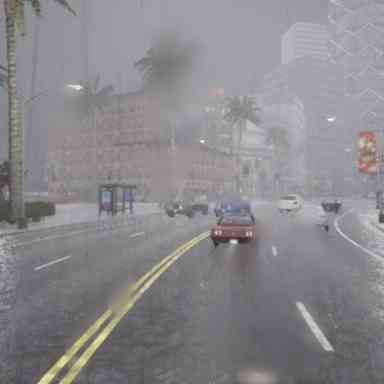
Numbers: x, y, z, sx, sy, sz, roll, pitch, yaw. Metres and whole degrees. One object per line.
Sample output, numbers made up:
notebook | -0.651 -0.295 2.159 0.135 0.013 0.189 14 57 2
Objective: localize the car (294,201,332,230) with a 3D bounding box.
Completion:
car | 7.861 1.575 21.698 1.812 1.442 4.674 0 0 20

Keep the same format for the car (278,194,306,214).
car | 11.051 1.293 36.514 2.150 2.045 5.566 0 0 29

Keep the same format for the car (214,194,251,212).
car | 3.860 1.251 30.823 2.150 2.045 5.566 0 0 26

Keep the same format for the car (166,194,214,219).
car | -0.274 1.227 30.174 2.150 2.045 5.566 0 0 24

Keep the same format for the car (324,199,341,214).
car | 15.741 1.575 37.726 1.882 1.535 5.008 0 0 29

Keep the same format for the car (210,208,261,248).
car | 2.109 1.616 14.916 1.895 1.301 4.718 0 0 13
